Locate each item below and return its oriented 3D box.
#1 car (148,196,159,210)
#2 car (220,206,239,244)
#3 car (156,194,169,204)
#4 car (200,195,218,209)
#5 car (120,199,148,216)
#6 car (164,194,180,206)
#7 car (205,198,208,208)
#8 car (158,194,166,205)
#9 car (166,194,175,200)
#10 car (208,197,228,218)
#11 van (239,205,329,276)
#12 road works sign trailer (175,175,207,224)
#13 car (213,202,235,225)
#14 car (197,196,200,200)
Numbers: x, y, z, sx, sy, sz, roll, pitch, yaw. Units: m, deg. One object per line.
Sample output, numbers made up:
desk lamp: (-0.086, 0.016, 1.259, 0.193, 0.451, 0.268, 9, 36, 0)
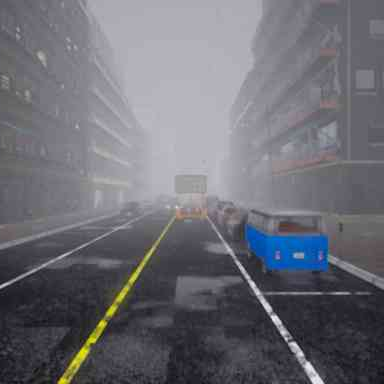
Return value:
car: (-5.830, 1.556, 43.753, 1.752, 1.417, 4.829, 0, 0, 0)
car: (2.640, 1.580, 15.765, 1.947, 1.339, 4.313, 0, 0, 0)
car: (-5.902, 1.355, 66.470, 2.192, 1.841, 5.009, 0, 0, 0)
car: (2.551, 1.347, 43.947, 2.192, 1.841, 5.009, 0, 0, 0)
car: (-5.795, 1.591, 32.650, 1.947, 1.339, 4.313, 0, 0, 0)
car: (-3.244, 1.562, 57.133, 1.812, 1.442, 4.674, 0, 0, 0)
car: (2.587, 1.576, 32.674, 2.008, 1.369, 4.403, 0, 0, 0)
car: (-5.885, 1.478, 60.834, 1.967, 1.590, 4.097, 0, 0, 0)
car: (-5.992, 1.363, 94.652, 2.192, 1.841, 5.009, 0, 0, 0)
car: (2.605, 1.462, 27.038, 1.967, 1.590, 4.097, 0, 0, 0)
van: (2.659, 1.350, 10.129, 1.690, 1.788, 3.998, 0, 0, 0)
road works sign trailer: (-0.081, 0.485, 25.163, 2.380, 3.560, 2.880, 0, 0, 0)
car: (2.623, 1.563, 21.402, 1.887, 1.381, 4.507, 0, 0, 0)
car: (2.386, 1.574, 94.844, 1.752, 1.417, 4.829, 0, 0, 0)
